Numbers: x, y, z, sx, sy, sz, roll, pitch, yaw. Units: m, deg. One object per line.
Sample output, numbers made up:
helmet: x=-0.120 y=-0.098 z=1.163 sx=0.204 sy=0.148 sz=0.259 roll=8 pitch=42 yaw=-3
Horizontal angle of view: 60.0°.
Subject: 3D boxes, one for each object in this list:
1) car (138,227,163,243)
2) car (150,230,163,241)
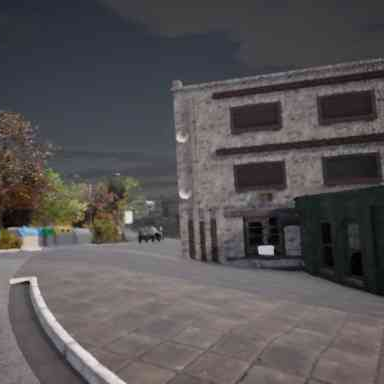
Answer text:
car: x=-5.840 y=5.830 z=45.601 sx=2.150 sy=2.045 sz=5.566 roll=-3 pitch=-8 yaw=5
car: x=-6.970 y=8.521 z=65.306 sx=2.097 sy=1.767 sz=4.553 roll=-3 pitch=-6 yaw=-10
